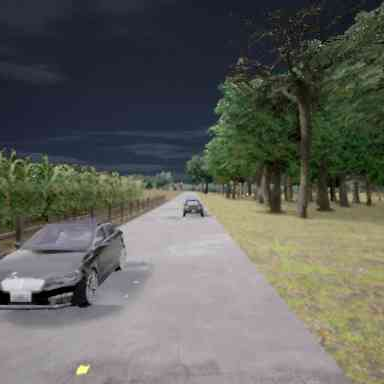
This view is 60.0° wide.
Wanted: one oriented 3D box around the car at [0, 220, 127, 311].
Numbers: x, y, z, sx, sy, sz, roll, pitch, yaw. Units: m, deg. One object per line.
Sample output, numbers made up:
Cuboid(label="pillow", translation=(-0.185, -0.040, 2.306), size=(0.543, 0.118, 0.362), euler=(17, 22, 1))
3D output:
Cuboid(label="car", translation=(-2.844, 1.472, 7.979), size=(2.128, 1.511, 4.902), euler=(0, 0, 0))

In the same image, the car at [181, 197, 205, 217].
Cuboid(label="car", translation=(0.109, 1.431, 30.519), size=(1.812, 1.442, 4.674), euler=(0, 0, 0))
